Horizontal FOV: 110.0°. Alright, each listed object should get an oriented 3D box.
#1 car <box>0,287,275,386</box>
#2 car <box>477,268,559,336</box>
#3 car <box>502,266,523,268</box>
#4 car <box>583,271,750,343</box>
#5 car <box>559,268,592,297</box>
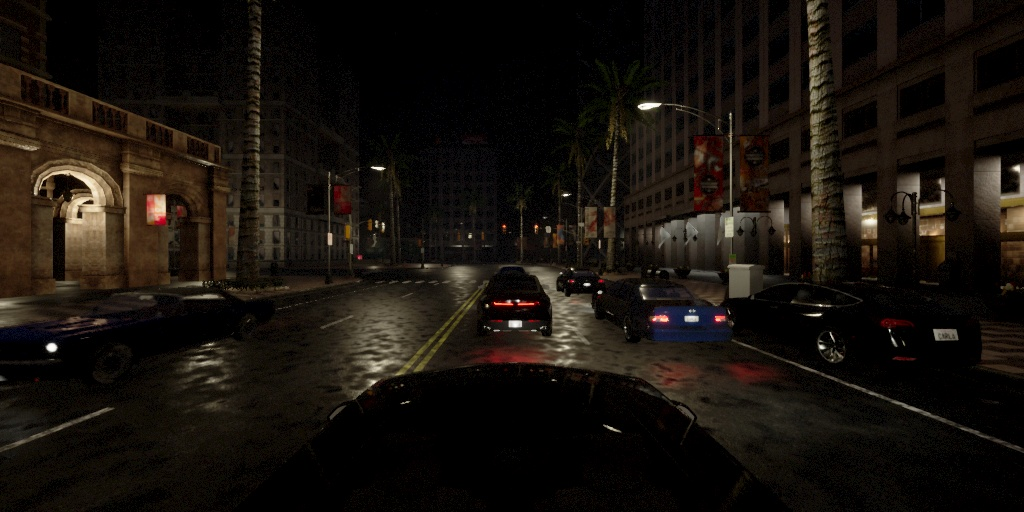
[{"bbox_3d":[-7.115,1.351,7.115,1.895,1.301,4.718,0,0,0],"label":"car"},{"bbox_3d":[0.052,1.255,10.358,1.837,1.490,4.892,0,0,-1],"label":"car"},{"bbox_3d":[0.013,1.278,19.305,1.812,1.442,4.674,0,0,-2],"label":"car"},{"bbox_3d":[3.562,1.298,9.658,2.033,1.411,5.357,0,0,0],"label":"car"},{"bbox_3d":[3.517,1.316,18.901,1.994,1.385,4.181,0,0,-1],"label":"car"}]
